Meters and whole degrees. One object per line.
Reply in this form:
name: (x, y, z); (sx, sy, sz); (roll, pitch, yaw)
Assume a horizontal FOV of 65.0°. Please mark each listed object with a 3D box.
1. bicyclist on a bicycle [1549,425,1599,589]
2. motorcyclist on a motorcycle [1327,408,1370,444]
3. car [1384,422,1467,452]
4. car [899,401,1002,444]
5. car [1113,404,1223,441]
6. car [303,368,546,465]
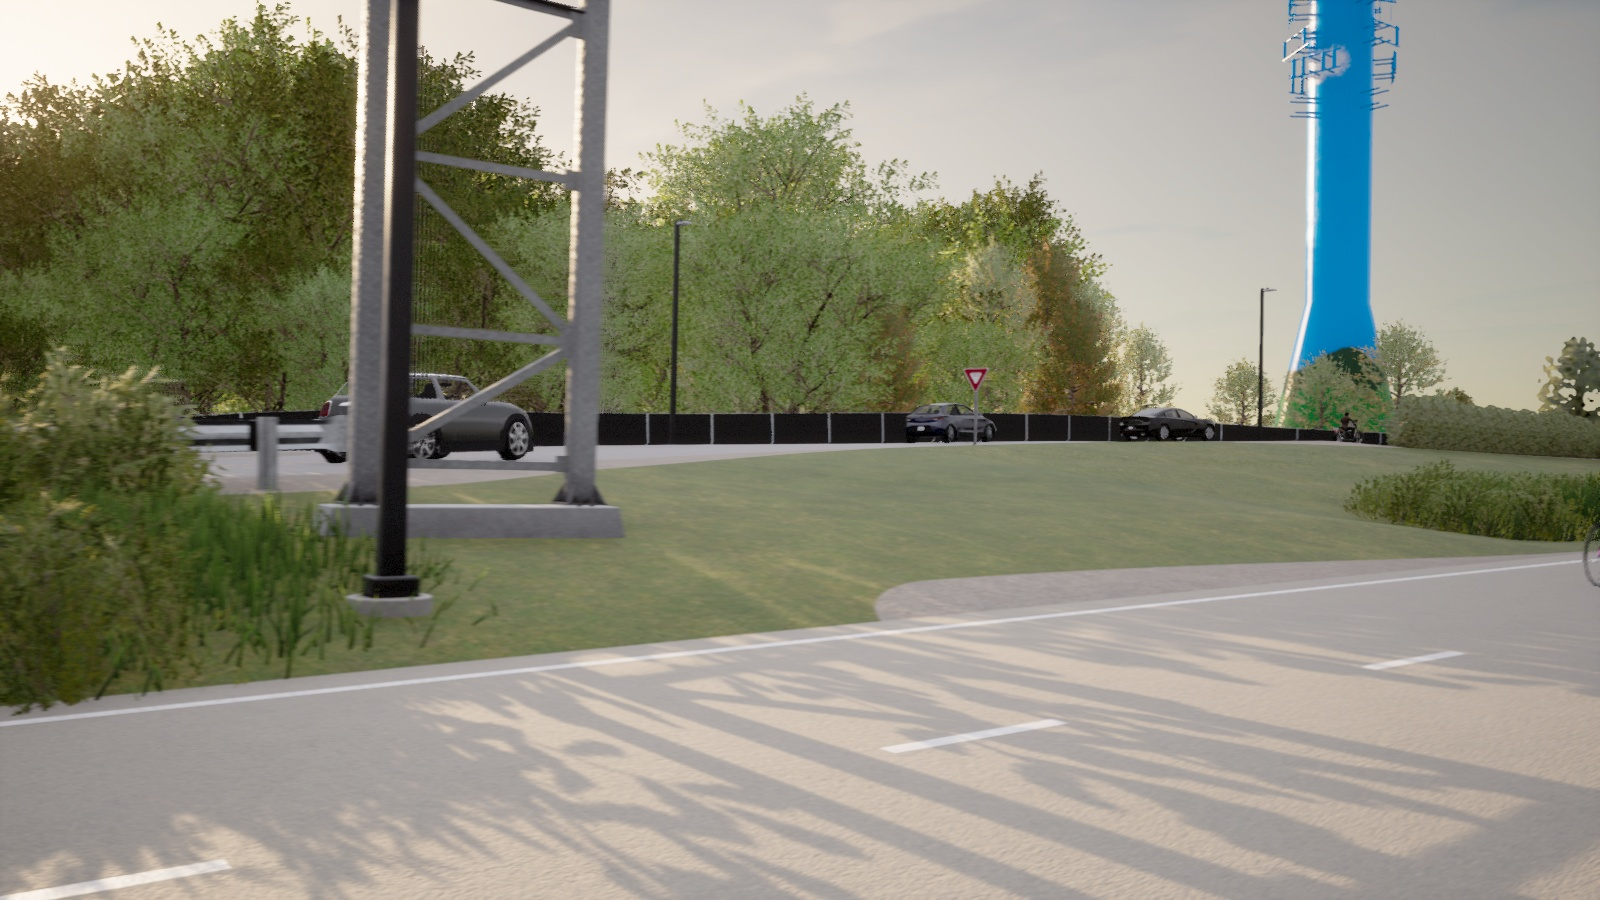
bicyclist on a bicycle: (9.352, 0.621, 14.251); (1.843, 1.776, 0.659); (0, 0, -31)
motorcyclist on a motorcycle: (27.277, -1.176, 62.420); (2.350, 1.649, 0.766); (3, -2, -34)
car: (34.966, -0.718, 70.231); (3.806, 1.475, 1.970); (2, -1, -15)
car: (5.548, -1.007, 45.989); (1.816, 1.474, 4.193); (0, 1, 38)
car: (16.282, -1.200, 55.424); (5.008, 1.535, 1.882); (-1, 0, -34)
car: (-6.199, -0.548, 21.188); (1.970, 1.475, 3.806); (0, 1, 22)
